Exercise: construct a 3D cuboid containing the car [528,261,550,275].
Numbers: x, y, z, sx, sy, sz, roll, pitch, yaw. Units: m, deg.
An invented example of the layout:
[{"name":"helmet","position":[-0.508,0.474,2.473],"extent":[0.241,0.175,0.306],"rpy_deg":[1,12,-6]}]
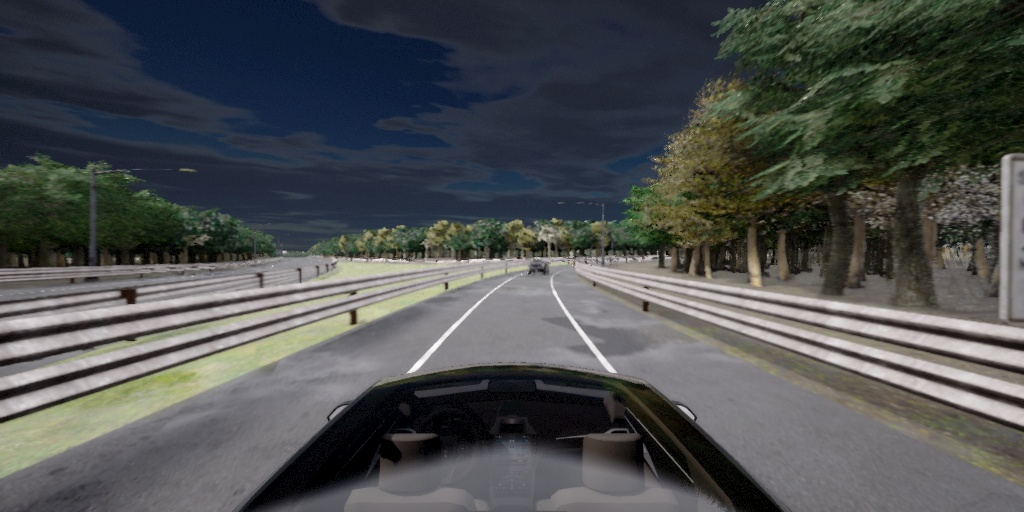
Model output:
[{"name":"car","position":[2.934,1.225,38.404],"extent":[1.837,1.490,4.892],"rpy_deg":[0,1,12]}]
